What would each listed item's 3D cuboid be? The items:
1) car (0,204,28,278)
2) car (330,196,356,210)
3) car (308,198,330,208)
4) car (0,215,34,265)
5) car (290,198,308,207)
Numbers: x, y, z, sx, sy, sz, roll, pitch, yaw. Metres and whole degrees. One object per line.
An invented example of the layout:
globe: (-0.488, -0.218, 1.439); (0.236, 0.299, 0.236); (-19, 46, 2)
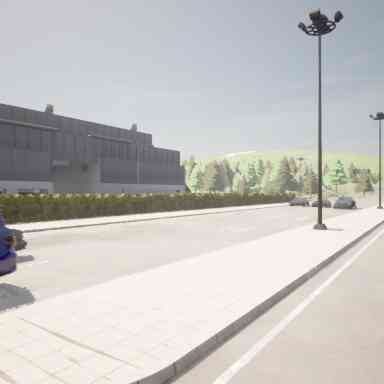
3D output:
car: (-6.086, 1.221, 5.823); (2.150, 2.045, 5.566); (0, 0, 35)
car: (19.497, 1.352, 42.405); (2.097, 1.767, 4.553); (0, 0, 35)
car: (18.214, 1.564, 46.695); (1.994, 1.385, 4.181); (0, 0, 35)
car: (-7.709, 1.547, 9.610); (2.033, 1.411, 5.357); (0, 0, 35)
car: (16.152, 1.564, 49.863); (1.994, 1.385, 4.181); (0, 0, 35)
